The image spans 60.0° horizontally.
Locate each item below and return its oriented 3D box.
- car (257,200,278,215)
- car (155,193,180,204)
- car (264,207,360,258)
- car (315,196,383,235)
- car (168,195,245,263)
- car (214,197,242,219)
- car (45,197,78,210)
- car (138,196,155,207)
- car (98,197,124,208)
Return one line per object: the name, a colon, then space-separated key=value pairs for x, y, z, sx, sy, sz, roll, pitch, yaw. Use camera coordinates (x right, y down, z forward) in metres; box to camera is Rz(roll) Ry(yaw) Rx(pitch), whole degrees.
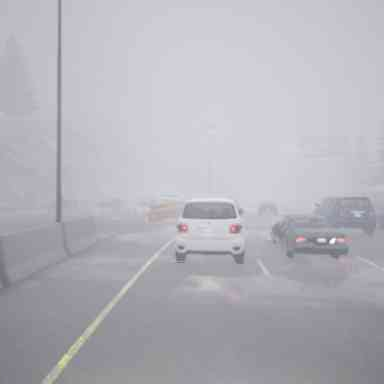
car: x=7.722 y=1.522 z=33.901 sx=1.812 sy=1.442 sz=4.674 roll=0 pitch=0 yaw=13
car: x=-3.135 y=1.162 z=49.515 sx=2.150 sy=2.045 sz=5.566 roll=0 pitch=0 yaw=14
car: x=4.259 y=1.551 z=12.847 sx=2.033 sy=1.411 sz=5.357 roll=0 pitch=0 yaw=5
car: x=8.487 y=1.235 z=18.988 sx=2.150 sy=2.045 sz=5.566 roll=0 pitch=0 yaw=7
car: x=0.716 y=1.212 z=12.118 sx=2.150 sy=2.045 sz=5.566 roll=0 pitch=0 yaw=5
car: x=3.331 y=1.335 z=30.085 sx=2.097 sy=1.767 sz=4.553 roll=0 pitch=0 yaw=11
car: x=-16.004 y=1.391 z=40.919 sx=2.128 sy=1.511 sz=4.902 roll=0 pitch=0 yaw=13
car: x=-6.560 y=1.430 z=50.237 sx=1.837 sy=1.490 sz=4.892 roll=0 pitch=0 yaw=14
car: x=-11.184 y=1.391 z=46.069 sx=1.882 sy=1.535 sz=5.008 roll=0 pitch=0 yaw=14
